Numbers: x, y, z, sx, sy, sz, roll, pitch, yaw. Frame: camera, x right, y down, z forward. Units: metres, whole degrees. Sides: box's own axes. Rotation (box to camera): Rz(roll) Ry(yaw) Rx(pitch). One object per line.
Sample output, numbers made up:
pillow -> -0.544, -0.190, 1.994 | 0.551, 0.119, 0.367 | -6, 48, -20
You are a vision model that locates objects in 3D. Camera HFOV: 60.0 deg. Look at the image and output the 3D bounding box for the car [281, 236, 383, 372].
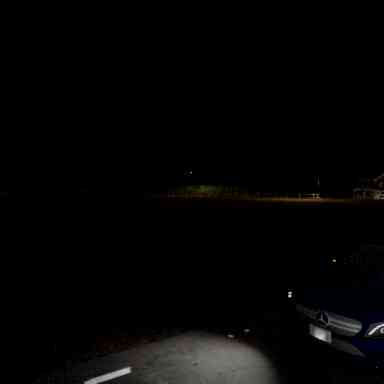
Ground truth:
car -> 3.513, 1.494, 5.431 | 4.674, 1.442, 1.812 | 0, 1, -34
